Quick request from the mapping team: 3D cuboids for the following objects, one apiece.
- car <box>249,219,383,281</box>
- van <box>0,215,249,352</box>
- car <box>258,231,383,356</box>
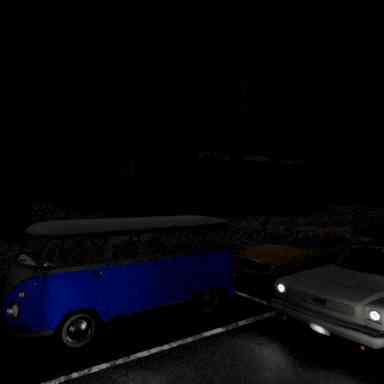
[{"bbox_3d":[3.216,1.525,8.927,4.829,1.417,1.752,0,0,-35],"label":"car"},{"bbox_3d":[-1.079,1.341,5.877,3.998,1.788,1.690,0,0,-35],"label":"van"},{"bbox_3d":[3.573,1.601,5.911,4.718,1.301,1.895,0,0,-35],"label":"car"}]
